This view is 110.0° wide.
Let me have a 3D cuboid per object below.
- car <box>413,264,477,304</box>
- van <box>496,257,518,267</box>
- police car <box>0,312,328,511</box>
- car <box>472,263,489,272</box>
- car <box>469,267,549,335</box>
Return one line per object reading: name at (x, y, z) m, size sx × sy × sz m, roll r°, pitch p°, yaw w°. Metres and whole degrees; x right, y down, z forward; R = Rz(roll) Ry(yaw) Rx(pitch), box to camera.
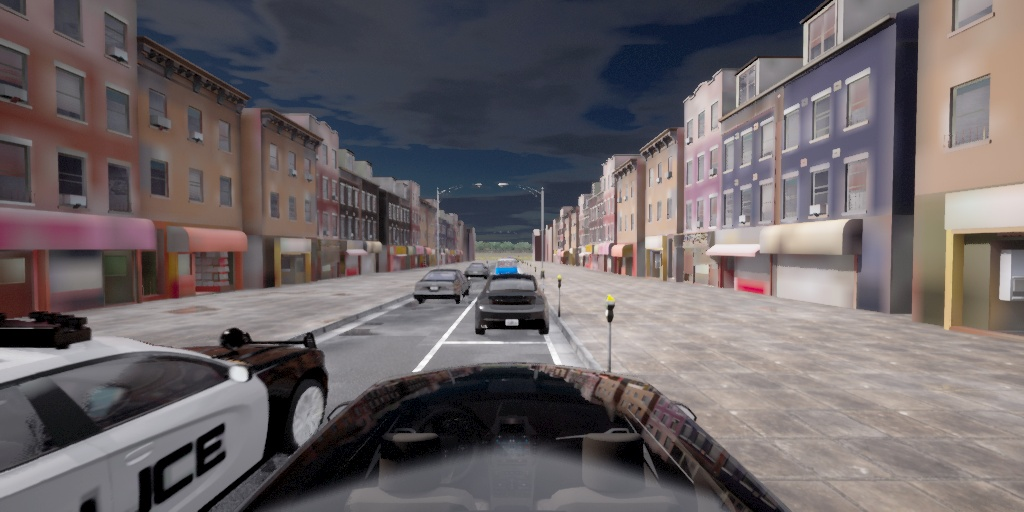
car at (-3.019, 1.292, 16.416) m, size 2.033 × 1.411 × 5.357 m, roll 0°, pitch 0°, yaw 0°
van at (-0.384, 1.081, 27.392) m, size 1.690 × 1.789 × 3.998 m, roll 0°, pitch 0°, yaw 0°
police car at (-3.021, 1.175, 2.201) m, size 1.930 × 1.638 × 5.238 m, roll 0°, pitch 0°, yaw 0°
car at (-3.016, 1.303, 31.718) m, size 1.994 × 1.385 × 4.181 m, roll 0°, pitch 0°, yaw 0°
car at (0.000, 1.250, 10.502) m, size 1.837 × 1.490 × 4.892 m, roll 0°, pitch 0°, yaw 0°
